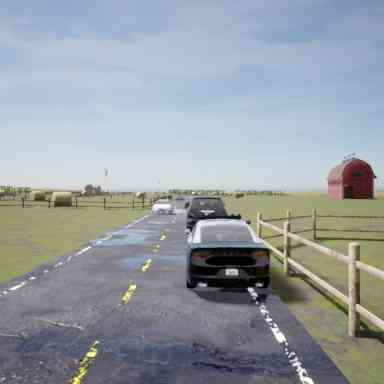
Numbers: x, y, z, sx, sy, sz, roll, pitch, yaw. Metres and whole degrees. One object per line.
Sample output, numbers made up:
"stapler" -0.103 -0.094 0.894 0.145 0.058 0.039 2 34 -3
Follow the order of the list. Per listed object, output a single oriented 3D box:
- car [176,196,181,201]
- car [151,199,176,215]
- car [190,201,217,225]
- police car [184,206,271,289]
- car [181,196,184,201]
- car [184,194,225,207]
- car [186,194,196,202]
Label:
"car" -2.932 1.539 80.357 1.994 1.385 4.181 0 0 0
"car" -2.928 1.521 33.783 1.812 1.442 4.674 0 0 0
"car" 0.766 1.502 25.230 1.837 1.490 4.892 0 0 0
"police car" 0.802 1.424 9.340 1.930 1.638 5.238 0 0 0
"car" -0.077 1.540 46.080 2.033 1.411 5.357 0 0 0
"car" 0.779 1.222 19.259 2.150 2.045 5.566 0 0 0
"car" -0.163 1.257 71.673 2.097 1.767 4.553 0 0 0
